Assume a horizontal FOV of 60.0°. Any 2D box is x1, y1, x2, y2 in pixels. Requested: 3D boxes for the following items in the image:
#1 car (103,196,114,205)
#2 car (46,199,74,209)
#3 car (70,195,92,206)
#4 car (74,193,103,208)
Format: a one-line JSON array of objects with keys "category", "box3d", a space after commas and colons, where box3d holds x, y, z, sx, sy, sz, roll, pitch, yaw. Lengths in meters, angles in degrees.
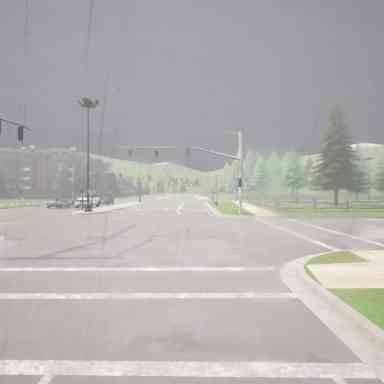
[{"category": "car", "box3d": [-14.991, 1.492, 58.141, 2.128, 1.511, 4.902, 0, 0, 1]}, {"category": "car", "box3d": [-18.547, 1.601, 46.397, 1.895, 1.301, 4.718, 0, 0, 0]}, {"category": "car", "box3d": [-18.511, 1.352, 55.509, 2.097, 1.767, 4.553, 0, 0, 0]}, {"category": "car", "box3d": [-15.043, 1.221, 48.129, 2.150, 2.045, 5.566, 0, 0, 0]}]
